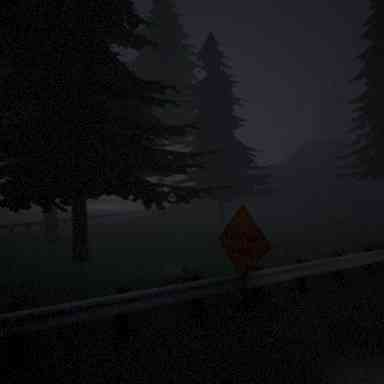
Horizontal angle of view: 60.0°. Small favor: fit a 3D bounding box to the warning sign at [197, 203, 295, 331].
[{"bbox_3d":[0.910,1.151,5.809,1.060,1.860,1.300,1,0,-35],"label":"warning sign"}]
